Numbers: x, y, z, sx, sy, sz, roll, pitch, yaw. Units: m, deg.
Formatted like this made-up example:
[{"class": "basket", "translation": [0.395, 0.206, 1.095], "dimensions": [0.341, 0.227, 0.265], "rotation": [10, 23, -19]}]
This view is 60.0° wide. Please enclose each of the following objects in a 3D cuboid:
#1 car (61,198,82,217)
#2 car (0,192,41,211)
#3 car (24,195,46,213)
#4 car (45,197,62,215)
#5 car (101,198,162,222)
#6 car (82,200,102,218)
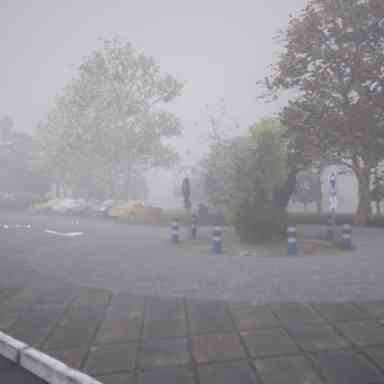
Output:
[{"class": "car", "translation": [-8.894, 1.445, 30.329], "dimensions": [2.163, 1.488, 4.792], "rotation": [1, 1, 36]}, {"class": "car", "translation": [-17.821, 1.023, 36.884], "dimensions": [2.435, 2.045, 5.566], "rotation": [1, 1, 36]}, {"class": "car", "translation": [-13.468, 1.342, 33.458], "dimensions": [1.946, 1.575, 5.366], "rotation": [1, 1, 36]}, {"class": "car", "translation": [-11.120, 1.420, 31.979], "dimensions": [2.002, 1.452, 4.674], "rotation": [1, 1, 36]}, {"class": "car", "translation": [-4.497, 1.484, 27.166], "dimensions": [2.097, 1.535, 5.008], "rotation": [1, 1, 36]}, {"class": "car", "translation": [-6.716, 1.323, 28.823], "dimensions": [2.185, 1.767, 4.553], "rotation": [1, 1, 36]}]
